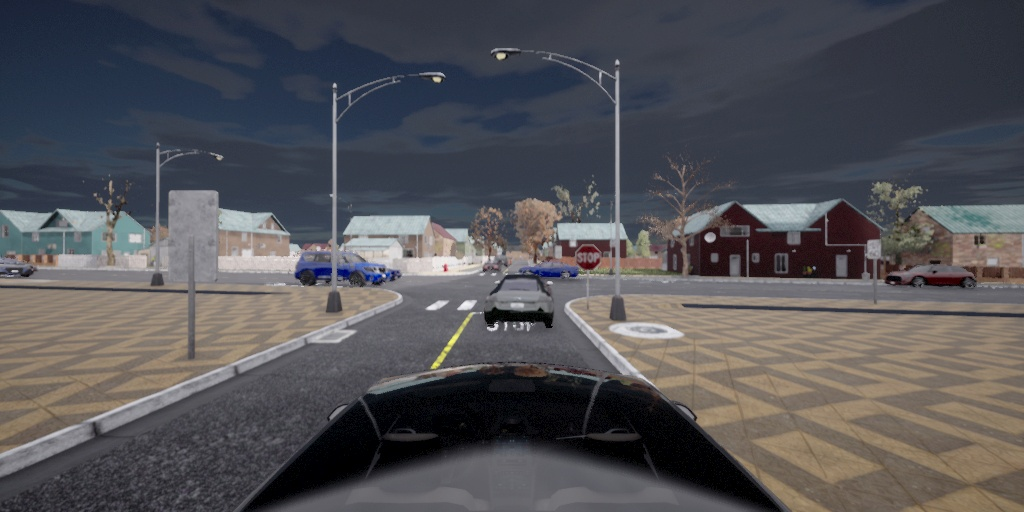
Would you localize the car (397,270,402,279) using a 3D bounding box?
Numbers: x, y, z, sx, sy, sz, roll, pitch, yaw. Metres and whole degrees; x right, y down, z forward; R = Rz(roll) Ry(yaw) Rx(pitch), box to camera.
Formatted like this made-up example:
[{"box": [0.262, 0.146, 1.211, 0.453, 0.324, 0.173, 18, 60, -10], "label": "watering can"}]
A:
[{"box": [-10.163, 1.162, 24.910, 4.718, 1.301, 1.895, 1, 0, 8], "label": "car"}]

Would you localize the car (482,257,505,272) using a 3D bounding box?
[{"box": [-2.319, 1.187, 42.795, 1.994, 1.385, 4.181, 0, 0, 4], "label": "car"}]

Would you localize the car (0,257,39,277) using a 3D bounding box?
[{"box": [-36.517, 0.854, 25.223, 4.181, 1.385, 1.994, 1, 0, 8], "label": "car"}]

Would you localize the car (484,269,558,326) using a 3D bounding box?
[{"box": [0.357, 1.279, 11.548, 1.994, 1.385, 4.181, 0, 0, 6], "label": "car"}]

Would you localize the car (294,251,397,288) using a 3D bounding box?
[{"box": [-10.150, 0.771, 21.480, 5.566, 2.045, 2.150, 1, -1, 12], "label": "car"}]

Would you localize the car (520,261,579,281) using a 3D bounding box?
[{"box": [3.056, 1.179, 29.876, 5.008, 1.535, 1.882, 2, 0, 8], "label": "car"}]

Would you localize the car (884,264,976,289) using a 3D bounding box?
[{"box": [30.330, 1.428, 26.155, 4.553, 1.767, 2.097, 1, 0, 8], "label": "car"}]

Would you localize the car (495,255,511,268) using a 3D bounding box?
[{"box": [-1.800, 0.816, 56.709, 2.150, 2.045, 5.566, 0, 0, 2], "label": "car"}]

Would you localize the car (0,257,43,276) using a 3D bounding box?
[{"box": [-41.930, 0.800, 29.251, 5.357, 1.411, 2.033, 0, 0, 8], "label": "car"}]
